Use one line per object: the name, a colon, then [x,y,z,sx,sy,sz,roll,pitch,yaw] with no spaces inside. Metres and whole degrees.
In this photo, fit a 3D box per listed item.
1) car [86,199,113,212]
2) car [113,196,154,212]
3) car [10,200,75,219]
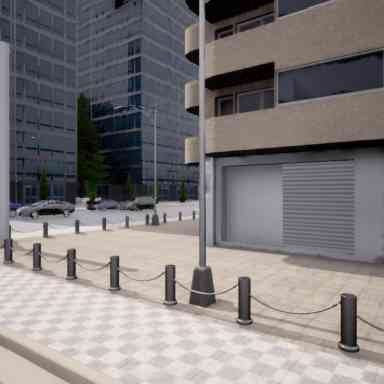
car: [-9.887,1.508,37.905,1.994,1.385,4.181,0,0,36]
car: [-6.110,1.297,37.157,2.097,1.767,4.553,0,0,36]
car: [-12.415,1.436,28.422,2.128,1.511,4.902,0,0,36]
